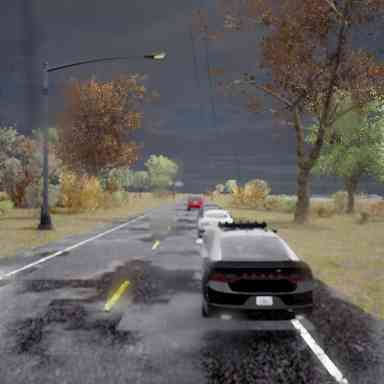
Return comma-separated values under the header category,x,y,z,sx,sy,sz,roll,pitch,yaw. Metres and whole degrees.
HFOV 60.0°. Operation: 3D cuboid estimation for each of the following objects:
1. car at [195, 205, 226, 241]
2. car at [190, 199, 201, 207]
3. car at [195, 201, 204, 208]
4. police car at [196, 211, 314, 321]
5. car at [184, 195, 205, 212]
category,x,y,z,sx,sy,sz,roll,pitch,yaw
car,1.227,1.648,17.556,1.812,1.442,4.674,0,0,1
car,0.640,1.925,58.976,1.812,1.442,4.674,0,0,1
car,1.294,1.668,23.555,1.837,1.490,4.892,0,0,1
police car,1.130,1.478,7.673,1.930,1.638,5.238,0,0,1
car,0.518,1.529,44.775,2.150,2.045,5.566,0,0,2
